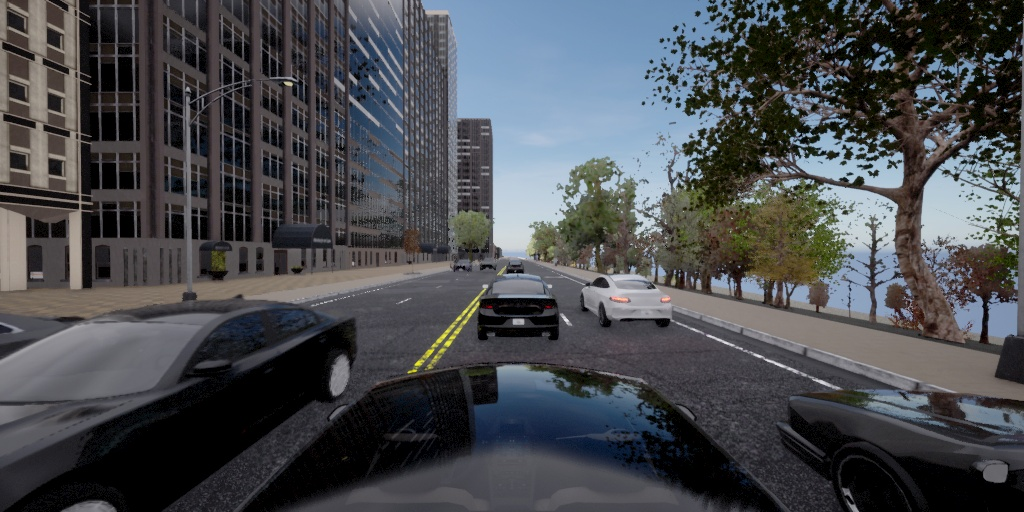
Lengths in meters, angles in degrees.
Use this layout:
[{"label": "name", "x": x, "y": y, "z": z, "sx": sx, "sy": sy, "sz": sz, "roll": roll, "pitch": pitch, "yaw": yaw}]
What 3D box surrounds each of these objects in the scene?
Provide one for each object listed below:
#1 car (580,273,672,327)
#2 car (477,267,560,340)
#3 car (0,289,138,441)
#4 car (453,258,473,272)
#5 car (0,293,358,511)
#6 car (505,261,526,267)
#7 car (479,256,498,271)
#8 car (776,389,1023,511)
[{"label": "car", "x": 3.412, "y": 1.274, "z": 11.360, "sx": 1.812, "sy": 1.442, "sz": 4.674, "roll": 0, "pitch": 0, "yaw": 0}, {"label": "car", "x": 0.155, "y": 1.227, "z": 9.979, "sx": 1.882, "sy": 1.535, "sz": 5.008, "roll": 0, "pitch": 0, "yaw": 0}, {"label": "car", "x": -6.594, "y": 1.241, "z": 2.837, "sx": 2.128, "sy": 1.511, "sz": 4.902, "roll": 0, "pitch": 0, "yaw": 0}, {"label": "car", "x": -6.208, "y": 1.109, "z": 45.597, "sx": 2.097, "sy": 1.767, "sz": 4.553, "roll": 0, "pitch": 0, "yaw": 0}, {"label": "car", "x": -3.340, "y": 1.227, "z": 3.557, "sx": 1.882, "sy": 1.535, "sz": 5.008, "roll": 0, "pitch": 0, "yaw": 0}, {"label": "car", "x": 0.337, "y": 1.251, "z": 37.324, "sx": 1.837, "sy": 1.490, "sz": 4.892, "roll": 0, "pitch": 0, "yaw": 0}, {"label": "car", "x": -2.958, "y": 0.907, "z": 45.574, "sx": 2.097, "sy": 1.767, "sz": 4.553, "roll": 0, "pitch": 0, "yaw": 0}, {"label": "car", "x": 3.343, "y": 1.298, "z": 0.789, "sx": 2.033, "sy": 1.411, "sz": 5.357, "roll": 0, "pitch": 0, "yaw": 0}]
